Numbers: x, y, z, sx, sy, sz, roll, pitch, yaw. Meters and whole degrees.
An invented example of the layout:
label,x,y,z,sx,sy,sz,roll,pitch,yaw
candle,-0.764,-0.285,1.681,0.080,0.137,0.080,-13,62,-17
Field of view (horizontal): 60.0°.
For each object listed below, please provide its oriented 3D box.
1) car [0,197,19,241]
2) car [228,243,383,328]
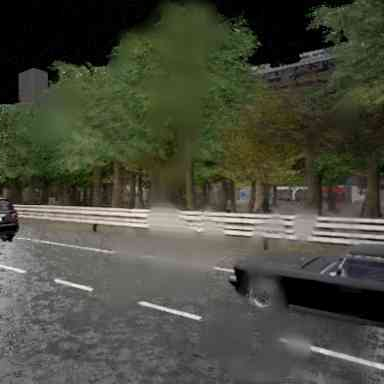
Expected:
label,x,y,z,sx,sy,sz,roll,pitch,yaw
car,-10.303,1.252,15.540,5.566,2.045,2.150,0,0,36
car,3.071,1.602,5.977,4.718,1.301,1.895,0,0,36
